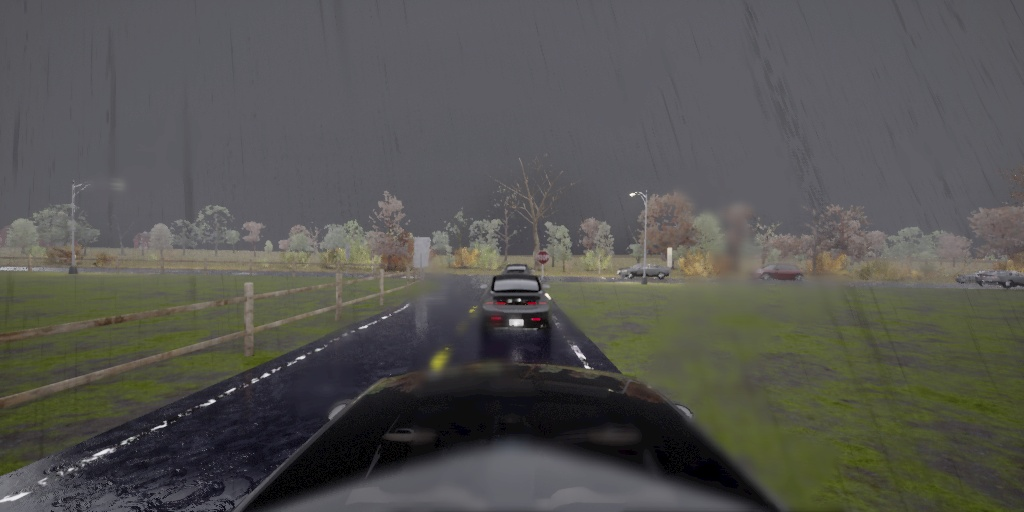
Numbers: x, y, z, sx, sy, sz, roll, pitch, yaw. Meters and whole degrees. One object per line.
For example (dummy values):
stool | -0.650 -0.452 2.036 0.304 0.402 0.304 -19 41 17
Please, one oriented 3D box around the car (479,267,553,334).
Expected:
car | 0.099 1.254 10.593 1.837 1.490 4.892 0 0 0

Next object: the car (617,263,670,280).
car | 12.728 1.470 34.750 4.902 1.511 2.128 1 1 -1

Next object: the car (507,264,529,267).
car | 0.392 1.250 23.044 1.837 1.490 4.892 0 0 4

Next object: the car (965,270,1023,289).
car | 44.322 2.070 31.827 4.902 1.511 2.128 1 1 1

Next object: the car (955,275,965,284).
car | 45.979 2.089 34.650 4.674 1.442 1.812 1 1 1

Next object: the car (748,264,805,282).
car | 25.519 1.559 34.756 4.553 1.767 2.097 1 1 0
